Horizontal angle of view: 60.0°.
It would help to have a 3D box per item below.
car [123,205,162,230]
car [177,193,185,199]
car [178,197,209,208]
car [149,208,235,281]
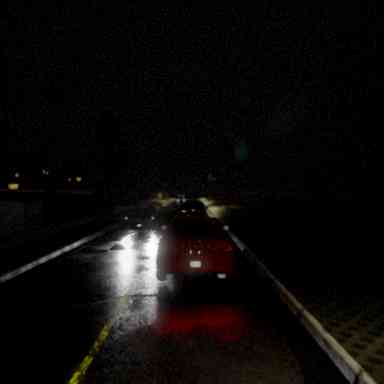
[{"bbox_3d":[-2.841,1.486,20.183,1.895,1.301,4.718,0,0,0],"label":"car"},{"bbox_3d":[-2.743,1.053,82.872,1.812,1.442,4.674,0,0,0],"label":"car"},{"bbox_3d":[0.083,1.374,23.175,1.837,1.490,4.892,0,1,0],"label":"car"},{"bbox_3d":[0.087,1.423,9.652,1.882,1.535,5.008,0,0,0],"label":"car"}]
